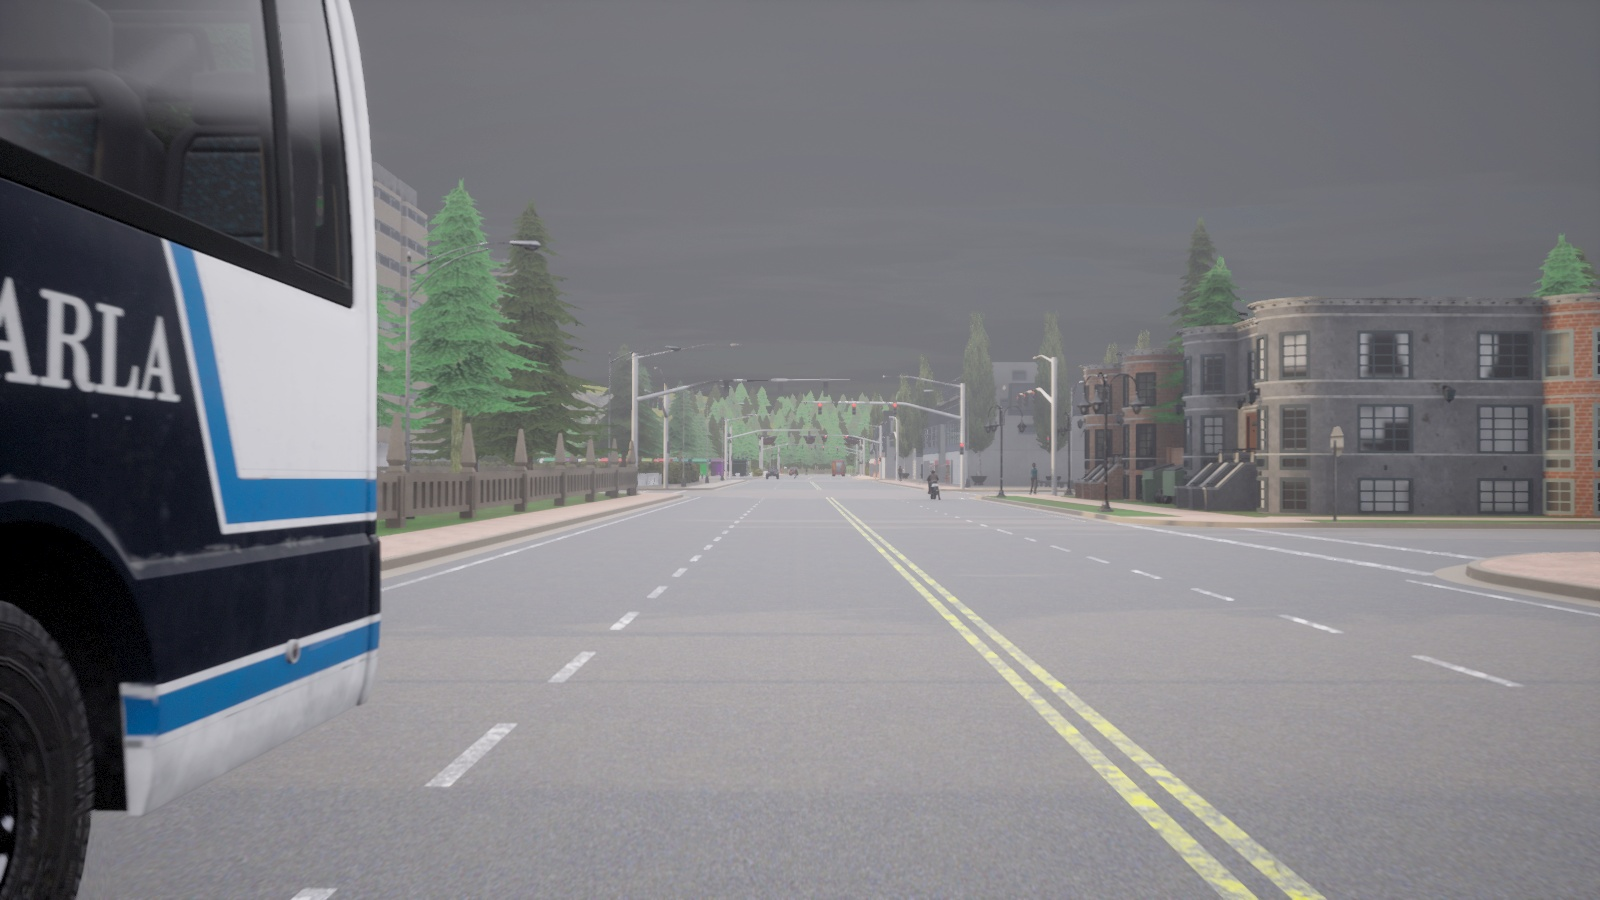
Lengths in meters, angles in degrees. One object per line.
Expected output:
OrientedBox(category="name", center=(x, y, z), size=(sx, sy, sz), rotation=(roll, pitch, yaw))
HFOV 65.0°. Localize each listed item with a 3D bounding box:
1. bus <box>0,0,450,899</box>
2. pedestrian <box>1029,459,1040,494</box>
OrientedBox(category="bus", center=(-3.506, -0.544, 0.395), size=(3.944, 4.253, 10.273), rotation=(0, -1, 0))
OrientedBox(category="pedestrian", center=(13.080, 1.481, 70.091), size=(0.396, 1.930, 0.692), rotation=(0, -1, -10))
